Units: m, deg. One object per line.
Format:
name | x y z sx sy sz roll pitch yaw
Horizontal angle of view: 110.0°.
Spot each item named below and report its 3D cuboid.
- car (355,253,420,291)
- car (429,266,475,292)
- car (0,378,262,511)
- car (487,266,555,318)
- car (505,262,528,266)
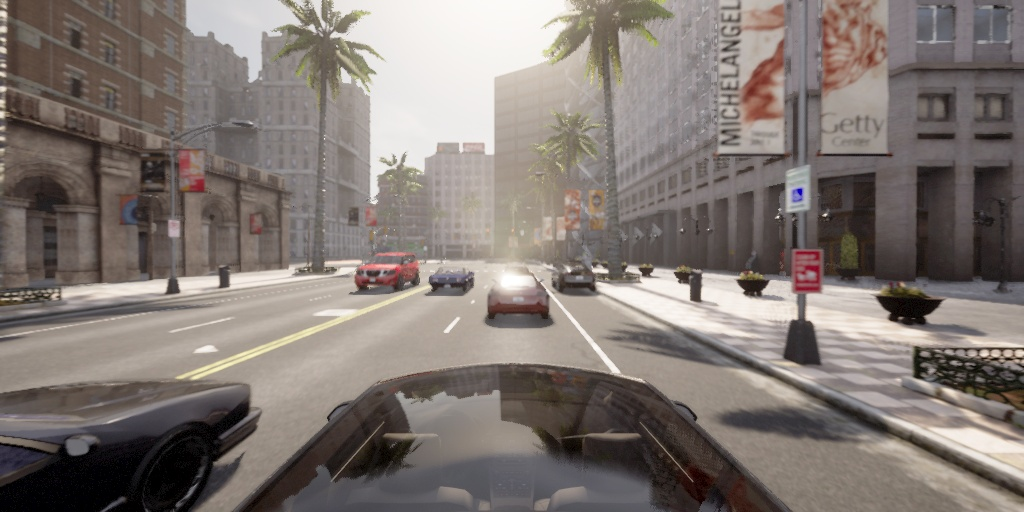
car | -6.906 0.822 20.580 2.150 2.045 5.566 0 0 1
car | -3.218 1.207 20.194 1.895 1.301 4.718 0 0 1
car | -3.393 1.300 1.031 2.033 1.411 5.357 0 0 0
car | 0.210 1.231 12.563 1.994 1.385 4.181 0 0 1
car | 0.366 1.141 29.367 1.895 1.301 4.718 0 0 1
